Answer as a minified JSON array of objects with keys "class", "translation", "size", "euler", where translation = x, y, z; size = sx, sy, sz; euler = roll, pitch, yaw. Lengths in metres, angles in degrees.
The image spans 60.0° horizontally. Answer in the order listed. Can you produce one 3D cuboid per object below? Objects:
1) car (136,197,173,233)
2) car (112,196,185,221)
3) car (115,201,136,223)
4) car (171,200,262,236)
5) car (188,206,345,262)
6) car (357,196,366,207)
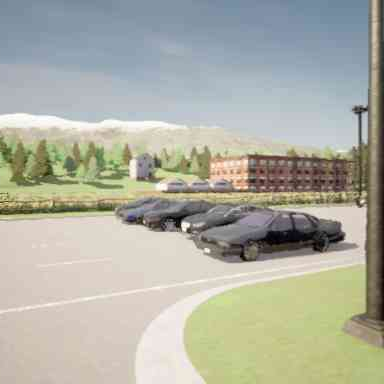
[{"class":"car","translation":[-0.155,1.188,17.700],"size":[5.008,1.535,1.882],"euler":[-1,1,-28]},{"class":"car","translation":[-3.103,1.123,24.058],"size":[4.892,1.490,1.837],"euler":[-1,1,-28]},{"class":"car","translation":[-1.874,1.214,20.750],"size":[5.357,1.411,2.033],"euler":[-1,1,-28]},{"class":"car","translation":[1.836,1.242,14.793],"size":[4.902,1.511,2.128],"euler":[-1,1,-28]},{"class":"car","translation":[2.803,1.351,11.347],"size":[5.357,1.411,2.033],"euler":[-1,1,-28]},{"class":"car","translation":[20.084,0.836,36.241],"size":[4.902,1.511,2.128],"euler":[-1,1,-27]}]
